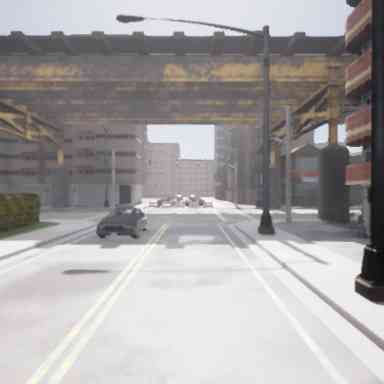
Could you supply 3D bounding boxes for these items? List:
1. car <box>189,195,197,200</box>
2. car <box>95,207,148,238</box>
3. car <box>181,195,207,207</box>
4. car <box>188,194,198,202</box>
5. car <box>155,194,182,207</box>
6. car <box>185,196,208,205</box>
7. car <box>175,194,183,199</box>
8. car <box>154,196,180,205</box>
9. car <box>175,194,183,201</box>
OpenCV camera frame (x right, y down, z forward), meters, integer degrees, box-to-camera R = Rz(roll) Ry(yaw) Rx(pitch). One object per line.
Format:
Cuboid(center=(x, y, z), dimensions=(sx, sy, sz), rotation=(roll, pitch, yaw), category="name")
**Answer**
Cuboid(center=(0.192, 1.199, 75.194), dimensions=(1.853, 1.218, 4.536), rotation=(0, 0, 0), category="car")
Cuboid(center=(-3.502, 1.523, 17.650), dimensions=(2.033, 1.411, 5.357), rotation=(0, 0, 0), category="car")
Cuboid(center=(0.545, 1.391, 48.545), dimensions=(2.038, 1.542, 4.974), rotation=(0, 0, -20), category="car")
Cuboid(center=(0.193, 1.356, 75.142), dimensions=(2.038, 1.542, 4.974), rotation=(0, 0, 0), category="car")
Cuboid(center=(-3.615, 1.388, 48.855), dimensions=(2.038, 1.542, 4.974), rotation=(0, 0, 25), category="car")
Cuboid(center=(0.527, 1.233, 48.594), dimensions=(1.853, 1.218, 4.536), rotation=(0, 0, -20), category="car")
Cuboid(center=(-3.234, 1.186, 83.718), dimensions=(1.853, 1.218, 4.536), rotation=(0, 0, 0), category="car")
Cuboid(center=(-3.593, 1.231, 48.903), dimensions=(1.853, 1.218, 4.536), rotation=(0, 0, 25), category="car")
Cuboid(center=(-3.233, 1.344, 83.666), dimensions=(2.038, 1.542, 4.974), rotation=(0, 0, 0), category="car")
